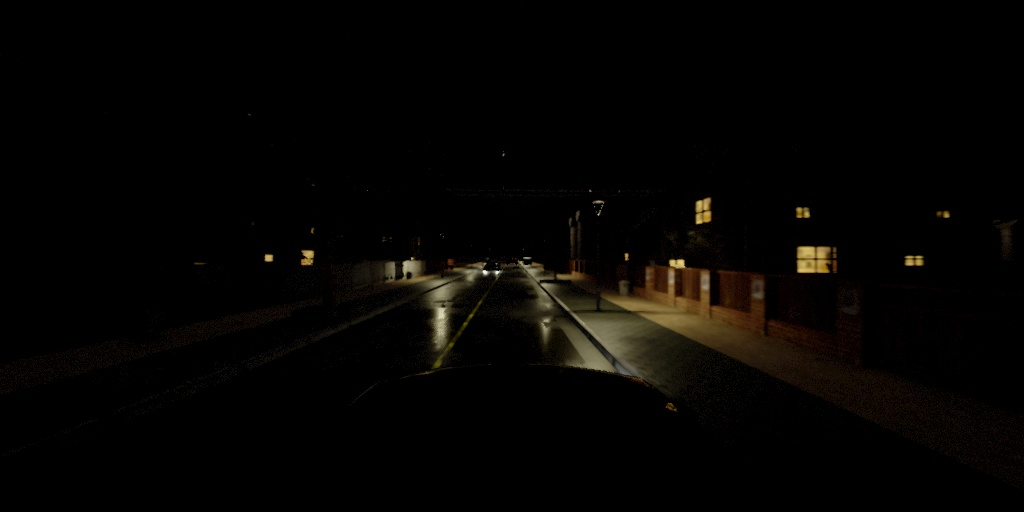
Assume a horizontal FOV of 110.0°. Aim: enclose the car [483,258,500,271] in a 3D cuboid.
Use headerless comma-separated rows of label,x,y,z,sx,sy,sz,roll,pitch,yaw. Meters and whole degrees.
car,-2.793,1.131,49.630,2.097,1.767,4.553,0,0,0
